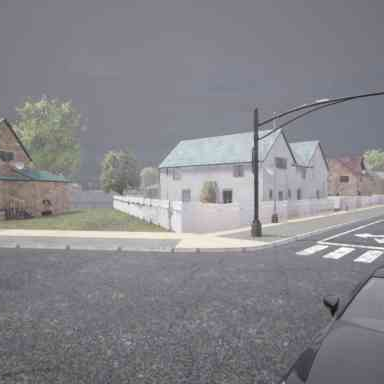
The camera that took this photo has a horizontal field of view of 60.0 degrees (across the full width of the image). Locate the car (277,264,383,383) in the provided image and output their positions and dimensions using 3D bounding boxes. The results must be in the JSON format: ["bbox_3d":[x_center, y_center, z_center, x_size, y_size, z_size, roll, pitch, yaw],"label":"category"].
[{"bbox_3d":[2.542,1.524,3.432,1.812,1.442,4.674,0,0,42],"label":"car"}]
